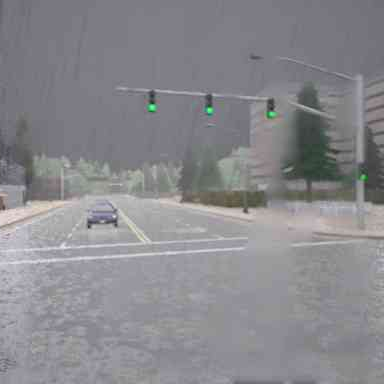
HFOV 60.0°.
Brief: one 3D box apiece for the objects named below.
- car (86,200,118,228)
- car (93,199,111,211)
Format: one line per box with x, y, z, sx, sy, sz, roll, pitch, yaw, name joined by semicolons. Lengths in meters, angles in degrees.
-5.982;1.499;22.199;1.812;1.442;4.674;-1;0;-15;car
-11.028;1.556;40.767;1.895;1.301;4.718;-1;0;-15;car
